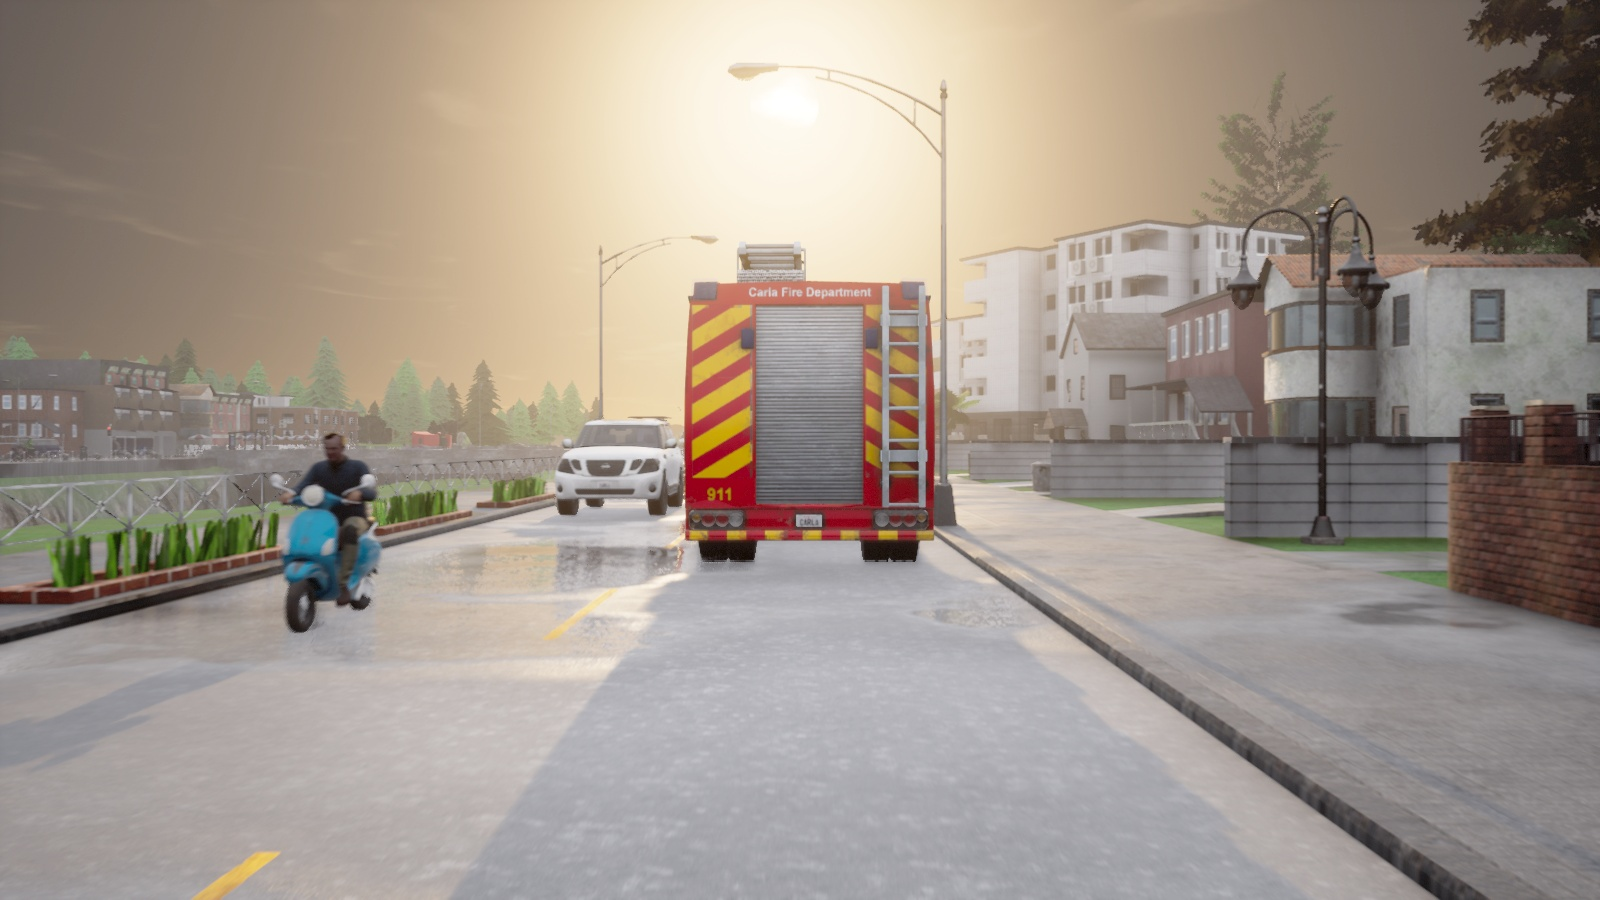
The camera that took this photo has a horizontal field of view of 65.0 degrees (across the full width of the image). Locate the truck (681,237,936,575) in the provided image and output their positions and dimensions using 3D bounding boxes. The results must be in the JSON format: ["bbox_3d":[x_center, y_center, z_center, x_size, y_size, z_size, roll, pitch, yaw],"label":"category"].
[{"bbox_3d":[0.123,-0.522,18.492,2.891,3.827,8.468,0,0,0],"label":"truck"}]

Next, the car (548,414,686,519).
[{"bbox_3d":[-3.828,0.308,27.332,2.150,2.045,5.566,0,0,0],"label":"car"}]

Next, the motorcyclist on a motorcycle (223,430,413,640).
[{"bbox_3d":[-3.925,0.638,10.407,0.866,1.590,1.817,0,0,0],"label":"motorcyclist on a motorcycle"}]
